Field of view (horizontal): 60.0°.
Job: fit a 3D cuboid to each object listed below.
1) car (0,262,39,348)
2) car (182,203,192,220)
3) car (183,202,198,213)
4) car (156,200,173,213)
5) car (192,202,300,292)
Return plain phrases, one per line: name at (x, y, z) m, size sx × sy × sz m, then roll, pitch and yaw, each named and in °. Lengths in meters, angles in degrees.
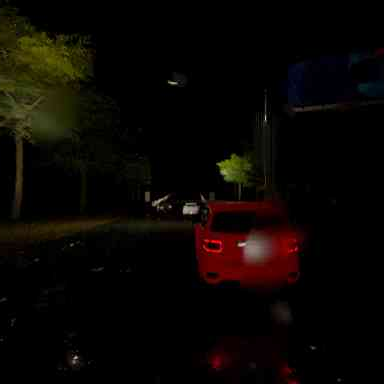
car at (-3.616, 1.559, 3.559) m, size 2.033 × 1.411 × 5.357 m, roll 0°, pitch 0°, yaw 0°
car at (-0.071, 1.933, 36.140) m, size 1.812 × 1.442 × 4.674 m, roll 0°, pitch -1°, yaw 0°
car at (-0.164, 2.137, 45.801) m, size 1.994 × 1.385 × 4.181 m, roll 0°, pitch -1°, yaw 1°
car at (-3.680, 1.924, 45.746) m, size 2.097 × 1.767 × 4.553 m, roll 0°, pitch -1°, yaw 0°
car at (1.189, 1.268, 9.167) m, size 2.150 × 2.045 × 5.566 m, roll 0°, pitch 0°, yaw 0°
